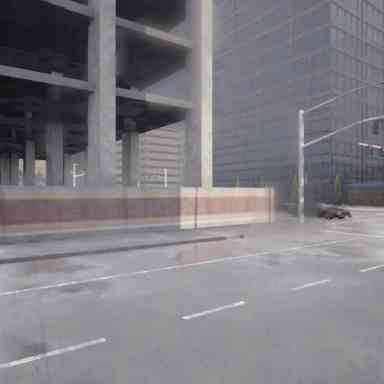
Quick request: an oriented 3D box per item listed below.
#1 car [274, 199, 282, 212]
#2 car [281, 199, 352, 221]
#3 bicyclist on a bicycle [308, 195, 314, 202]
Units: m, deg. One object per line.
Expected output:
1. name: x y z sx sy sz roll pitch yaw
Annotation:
1. car: 9.974 1.505 34.786 1.837 1.490 4.892 0 0 -36
2. car: 10.481 1.547 27.908 2.033 1.411 5.357 0 0 -34
3. bicyclist on a bicycle: 16.514 1.301 46.176 1.656 1.620 0.582 0 0 -36
